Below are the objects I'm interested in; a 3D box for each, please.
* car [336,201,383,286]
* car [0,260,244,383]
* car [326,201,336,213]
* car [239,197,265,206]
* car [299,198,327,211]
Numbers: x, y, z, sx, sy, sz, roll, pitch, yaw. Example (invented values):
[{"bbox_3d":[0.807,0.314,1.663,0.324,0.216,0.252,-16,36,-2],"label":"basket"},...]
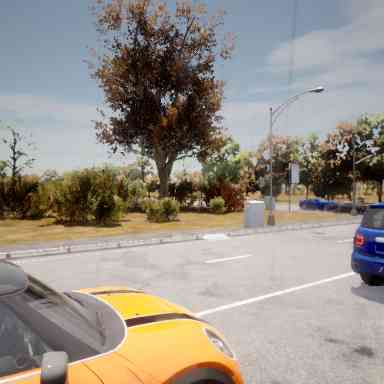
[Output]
[{"bbox_3d":[6.170,1.221,8.152,5.566,2.045,2.150,0,0,-35],"label":"car"},{"bbox_3d":[-1.735,1.352,2.508,4.553,1.767,2.097,0,0,-35],"label":"car"},{"bbox_3d":[16.204,1.601,33.017,1.895,1.301,4.718,0,0,-28],"label":"car"},{"bbox_3d":[7.981,1.469,46.594,1.882,1.535,5.008,0,0,-33],"label":"car"},{"bbox_3d":[15.624,1.477,41.074,1.882,1.535,5.008,0,0,-32],"label":"car"}]
